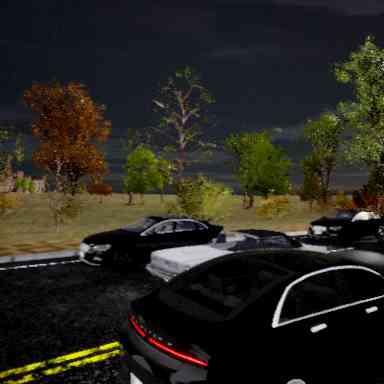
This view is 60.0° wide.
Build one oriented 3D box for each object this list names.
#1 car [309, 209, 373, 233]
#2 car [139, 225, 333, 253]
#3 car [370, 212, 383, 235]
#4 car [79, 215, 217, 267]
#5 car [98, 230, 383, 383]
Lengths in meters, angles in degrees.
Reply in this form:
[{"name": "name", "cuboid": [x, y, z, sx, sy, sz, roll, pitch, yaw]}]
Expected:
[{"name": "car", "cuboid": [7.944, 1.649, 16.808, 4.902, 1.511, 2.128, 1, 0, -33]}, {"name": "car", "cuboid": [1.282, 1.651, 8.472, 4.718, 1.301, 1.895, 1, 0, -34]}, {"name": "car", "cuboid": [9.886, 1.691, 14.190, 4.674, 1.442, 1.812, 1, 0, -33]}, {"name": "car", "cuboid": [-1.078, 1.529, 10.792, 4.902, 1.511, 2.128, 1, 0, -34]}, {"name": "car", "cuboid": [1.493, 1.539, 4.438, 4.892, 1.490, 1.837, 1, 0, -35]}]
